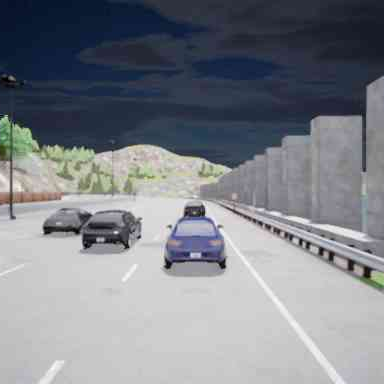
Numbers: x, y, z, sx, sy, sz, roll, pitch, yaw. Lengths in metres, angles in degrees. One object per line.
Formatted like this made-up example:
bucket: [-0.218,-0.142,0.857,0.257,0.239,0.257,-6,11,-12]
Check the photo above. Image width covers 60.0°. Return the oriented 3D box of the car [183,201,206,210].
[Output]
car: [0.253,1.551,29.513,1.882,1.535,5.008,0,0,1]

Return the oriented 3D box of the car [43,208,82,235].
car: [-6.885,1.612,19.234,1.994,1.385,4.181,0,0,0]

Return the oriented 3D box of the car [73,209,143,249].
car: [-3.397,1.542,14.790,1.837,1.490,4.892,0,0,0]

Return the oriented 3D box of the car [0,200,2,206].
car: [-20.895,1.305,32.404,2.150,2.045,5.566,0,0,1]

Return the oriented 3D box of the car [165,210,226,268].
car: [0.100,1.554,11.306,1.812,1.442,4.674,0,0,0]
